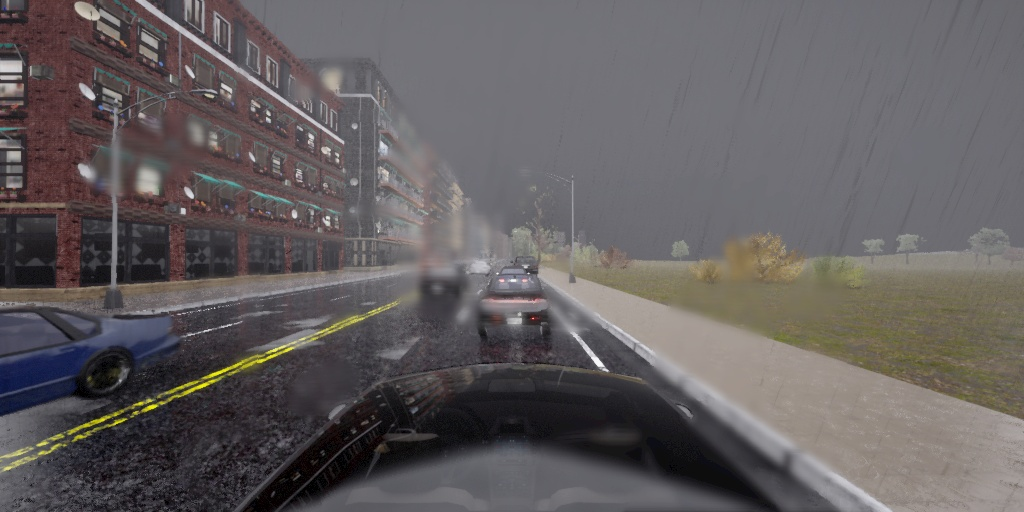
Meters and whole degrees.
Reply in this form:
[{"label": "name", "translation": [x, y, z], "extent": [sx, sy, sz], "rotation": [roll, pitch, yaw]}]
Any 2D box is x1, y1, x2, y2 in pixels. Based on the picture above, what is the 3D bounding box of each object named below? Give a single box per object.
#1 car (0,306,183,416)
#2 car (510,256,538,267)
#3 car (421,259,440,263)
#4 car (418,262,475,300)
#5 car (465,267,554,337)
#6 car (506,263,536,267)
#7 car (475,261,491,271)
[{"label": "car", "translation": [-6.603, 1.298, 3.756], "extent": [2.033, 1.411, 5.357], "rotation": [0, 0, 0]}, {"label": "car", "translation": [1.076, 0.978, 30.997], "extent": [2.150, 2.045, 5.566], "rotation": [0, 0, 0]}, {"label": "car", "translation": [-9.938, 1.105, 43.800], "extent": [2.097, 1.767, 4.553], "rotation": [0, 0, 0]}, {"label": "car", "translation": [-3.184, 1.230, 17.759], "extent": [1.882, 1.535, 5.008], "rotation": [0, 0, 0]}, {"label": "car", "translation": [0.083, 1.243, 10.345], "extent": [2.128, 1.511, 4.902], "rotation": [0, 0, 0]}, {"label": "car", "translation": [0.065, 1.300, 20.785], "extent": [2.033, 1.411, 5.357], "rotation": [0, 0, 0]}, {"label": "car", "translation": [-3.223, 1.279, 37.228], "extent": [1.812, 1.442, 4.674], "rotation": [0, 0, 0]}]
